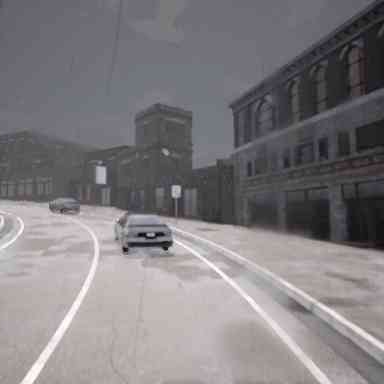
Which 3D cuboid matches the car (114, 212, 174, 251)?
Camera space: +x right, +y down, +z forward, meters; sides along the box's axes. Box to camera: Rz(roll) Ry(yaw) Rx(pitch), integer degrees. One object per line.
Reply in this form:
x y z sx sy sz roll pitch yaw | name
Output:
-2.183 1.534 14.028 2.033 1.411 5.357 1 0 -17 | car

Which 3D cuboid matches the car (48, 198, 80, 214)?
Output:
-12.787 1.312 33.191 2.128 1.511 4.902 3 -1 -40 | car
